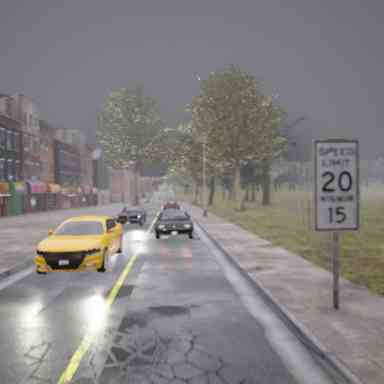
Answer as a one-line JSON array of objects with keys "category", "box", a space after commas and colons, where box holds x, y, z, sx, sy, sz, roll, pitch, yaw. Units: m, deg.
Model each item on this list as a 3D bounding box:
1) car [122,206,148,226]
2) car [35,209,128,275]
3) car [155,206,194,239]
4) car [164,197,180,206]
[{"category": "car", "box": [-4.340, 1.737, 24.177, 1.895, 1.301, 4.718, -1, 0, -3]}, {"category": "car", "box": [-3.496, 1.565, 11.115, 1.882, 1.535, 5.008, -1, 0, -4]}, {"category": "car", "box": [-0.986, 1.663, 17.926, 1.895, 1.301, 4.718, -1, 0, -4]}, {"category": "car", "box": [-2.797, 1.566, 45.551, 2.097, 1.767, 4.553, -1, 0, -4]}]
